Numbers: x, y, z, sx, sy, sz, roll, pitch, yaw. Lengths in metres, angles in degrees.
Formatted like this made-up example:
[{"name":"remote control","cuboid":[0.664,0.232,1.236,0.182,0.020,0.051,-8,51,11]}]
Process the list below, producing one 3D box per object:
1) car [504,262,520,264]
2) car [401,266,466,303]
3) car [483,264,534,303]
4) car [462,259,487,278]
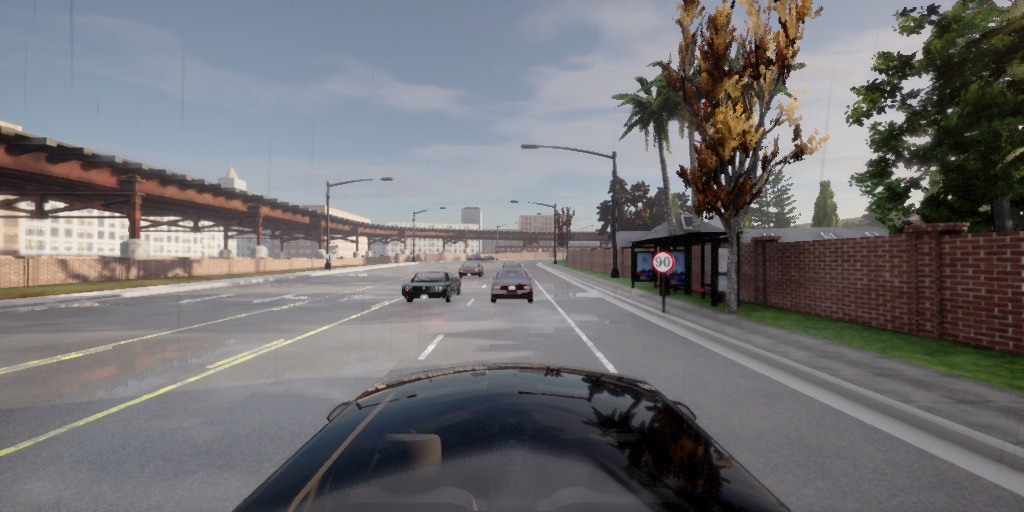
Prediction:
[{"name":"car","cuboid":[0.000,1.211,31.526,1.895,1.301,4.718,0,1,0]},{"name":"car","cuboid":[-3.500,1.332,16.528,1.895,1.301,4.718,0,0,0]},{"name":"car","cuboid":[0.000,1.279,16.497,2.033,1.411,5.357,0,0,0]},{"name":"car","cuboid":[-3.500,1.211,31.526,1.895,1.301,4.718,0,1,0]}]
